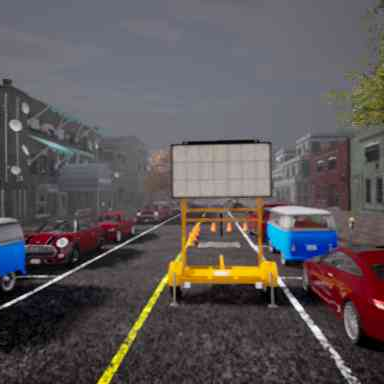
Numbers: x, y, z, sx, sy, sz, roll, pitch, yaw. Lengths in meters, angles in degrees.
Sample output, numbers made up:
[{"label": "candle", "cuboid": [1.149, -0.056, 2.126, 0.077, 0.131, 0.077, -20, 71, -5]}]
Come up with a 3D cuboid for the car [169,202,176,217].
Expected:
[{"label": "car", "cuboid": [-3.124, 1.970, 34.378, 1.887, 1.381, 4.507, -1, -1, 4]}]

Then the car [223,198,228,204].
[{"label": "car", "cuboid": [6.804, 1.866, 55.927, 2.192, 1.841, 5.009, -1, -1, 4]}]

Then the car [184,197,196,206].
[{"label": "car", "cuboid": [-0.375, 2.142, 73.119, 2.192, 1.841, 5.009, -1, -1, 4]}]

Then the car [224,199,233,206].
[{"label": "car", "cuboid": [8.000, 2.250, 72.695, 1.752, 1.417, 4.829, -1, -1, 4]}]

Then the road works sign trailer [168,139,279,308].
[{"label": "road works sign trailer", "cuboid": [0.716, 0.549, 8.142, 2.380, 3.560, 2.880, -1, -1, 4]}]

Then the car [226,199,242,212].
[{"label": "car", "cuboid": [6.022, 2.002, 44.855, 1.947, 1.339, 4.313, -1, -1, 4]}]

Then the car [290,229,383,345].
[{"label": "car", "cuboid": [3.269, 1.614, 6.116, 1.802, 1.307, 4.206, -1, -1, 4]}]

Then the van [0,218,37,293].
[{"label": "van", "cuboid": [-5.095, 1.478, 6.710, 1.690, 1.788, 3.998, -1, -1, 4]}]

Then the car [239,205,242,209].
[{"label": "car", "cuboid": [4.449, 1.788, 22.718, 1.802, 1.307, 4.206, -1, -1, 4]}]

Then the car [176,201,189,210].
[{"label": "car", "cuboid": [-1.550, 2.237, 56.514, 1.802, 1.307, 4.206, -1, -1, 4]}]

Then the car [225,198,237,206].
[{"label": "car", "cuboid": [6.428, 2.020, 50.558, 1.752, 1.417, 4.829, -1, -1, 4]}]

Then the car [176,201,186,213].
[{"label": "car", "cuboid": [-2.336, 2.122, 45.445, 1.802, 1.307, 4.206, -1, -1, 4]}]

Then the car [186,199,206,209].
[{"label": "car", "cuboid": [0.615, 2.149, 49.255, 1.895, 1.301, 4.718, -1, -1, 4]}]

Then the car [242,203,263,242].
[{"label": "car", "cuboid": [4.051, 1.463, 17.188, 2.192, 1.841, 5.009, -1, -1, 4]}]

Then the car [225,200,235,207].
[{"label": "car", "cuboid": [7.596, 2.247, 66.991, 1.802, 1.307, 4.206, -1, -1, 4]}]

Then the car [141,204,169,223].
[{"label": "car", "cuboid": [-3.519, 1.808, 28.845, 1.967, 1.590, 4.097, -1, -1, 4]}]

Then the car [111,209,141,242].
[{"label": "car", "cuboid": [-4.304, 1.797, 17.776, 1.887, 1.381, 4.507, -1, -1, 4]}]

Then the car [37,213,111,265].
[{"label": "car", "cuboid": [-4.699, 1.635, 12.243, 1.967, 1.590, 4.097, -1, -1, 4]}]

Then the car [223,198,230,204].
[{"label": "car", "cuboid": [9.180, 2.421, 89.298, 1.752, 1.417, 4.829, -1, -1, 4]}]

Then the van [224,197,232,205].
[{"label": "van", "cuboid": [8.377, 2.121, 78.062, 1.690, 1.788, 3.998, -1, -1, 4]}]

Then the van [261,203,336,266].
[{"label": "van", "cuboid": [3.657, 1.431, 11.653, 1.690, 1.788, 3.998, -1, -1, 4]}]
